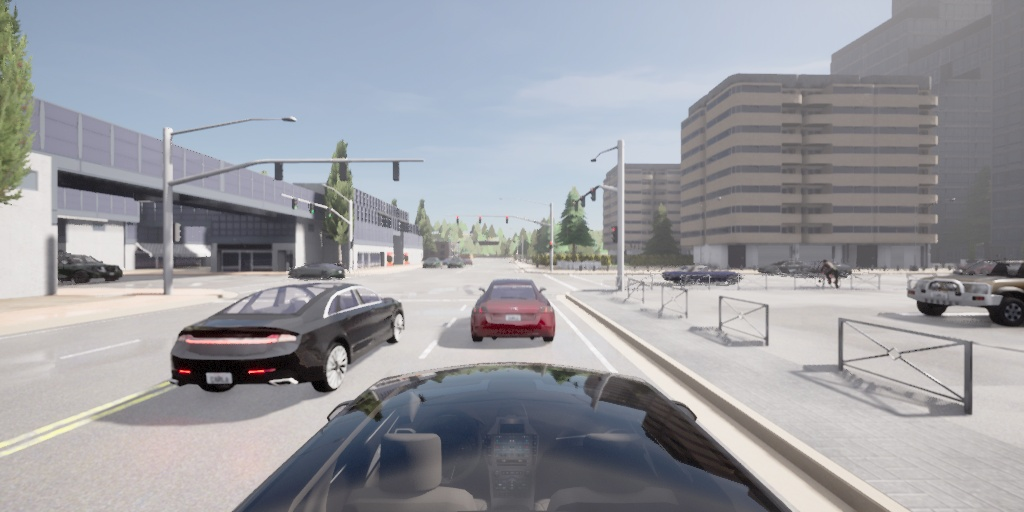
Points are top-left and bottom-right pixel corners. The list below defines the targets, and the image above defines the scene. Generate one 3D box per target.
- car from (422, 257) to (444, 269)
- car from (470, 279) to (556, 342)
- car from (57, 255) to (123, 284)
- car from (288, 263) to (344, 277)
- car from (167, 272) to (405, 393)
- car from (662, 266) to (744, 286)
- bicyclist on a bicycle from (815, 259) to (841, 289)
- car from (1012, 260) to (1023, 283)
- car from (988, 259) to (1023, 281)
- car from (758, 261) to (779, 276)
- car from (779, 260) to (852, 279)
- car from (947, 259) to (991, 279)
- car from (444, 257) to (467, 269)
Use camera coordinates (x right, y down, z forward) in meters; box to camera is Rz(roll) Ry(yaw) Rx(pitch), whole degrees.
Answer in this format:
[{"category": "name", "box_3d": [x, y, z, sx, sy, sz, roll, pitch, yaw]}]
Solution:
[{"category": "car", "box_3d": [-11.938, 1.004, 53.555, 2.097, 1.767, 4.553, 0, 0, -1]}, {"category": "car", "box_3d": [0.015, 1.299, 9.733, 1.994, 1.385, 4.181, 0, 0, 0]}, {"category": "car", "box_3d": [-31.394, 0.926, 25.592, 5.566, 2.045, 2.150, 0, 0, -1]}, {"category": "car", "box_3d": [-15.994, 1.262, 29.450, 4.181, 1.385, 1.994, 0, 0, 7]}, {"category": "car", "box_3d": [-3.472, 1.232, 6.677, 2.128, 1.511, 4.902, 0, 0, 0]}, {"category": "car", "box_3d": [12.822, 1.308, 24.218, 4.718, 1.301, 1.895, 0, 0, 1]}, {"category": "bicyclist on a bicycle", "box_3d": [17.935, 1.017, 20.371, 0.582, 1.620, 1.656, 0, 0, -2]}, {"category": "car", "box_3d": [43.313, 1.263, 28.449, 4.181, 1.385, 1.994, 0, 0, -1]}, {"category": "car", "box_3d": [46.851, 1.260, 32.113, 5.357, 1.411, 2.033, 0, 0, -2]}, {"category": "car", "box_3d": [26.806, 1.191, 35.120, 4.892, 1.490, 1.837, 0, 0, -2]}, {"category": "car", "box_3d": [27.036, 1.184, 31.625, 4.902, 1.511, 2.128, 0, 0, -2]}, {"category": "car", "box_3d": [46.744, 1.265, 35.611, 4.181, 1.385, 1.994, 0, 0, -2]}, {"category": "car", "box_3d": [-8.441, 1.004, 53.665, 2.097, 1.767, 4.553, 0, 0, -1]}]
